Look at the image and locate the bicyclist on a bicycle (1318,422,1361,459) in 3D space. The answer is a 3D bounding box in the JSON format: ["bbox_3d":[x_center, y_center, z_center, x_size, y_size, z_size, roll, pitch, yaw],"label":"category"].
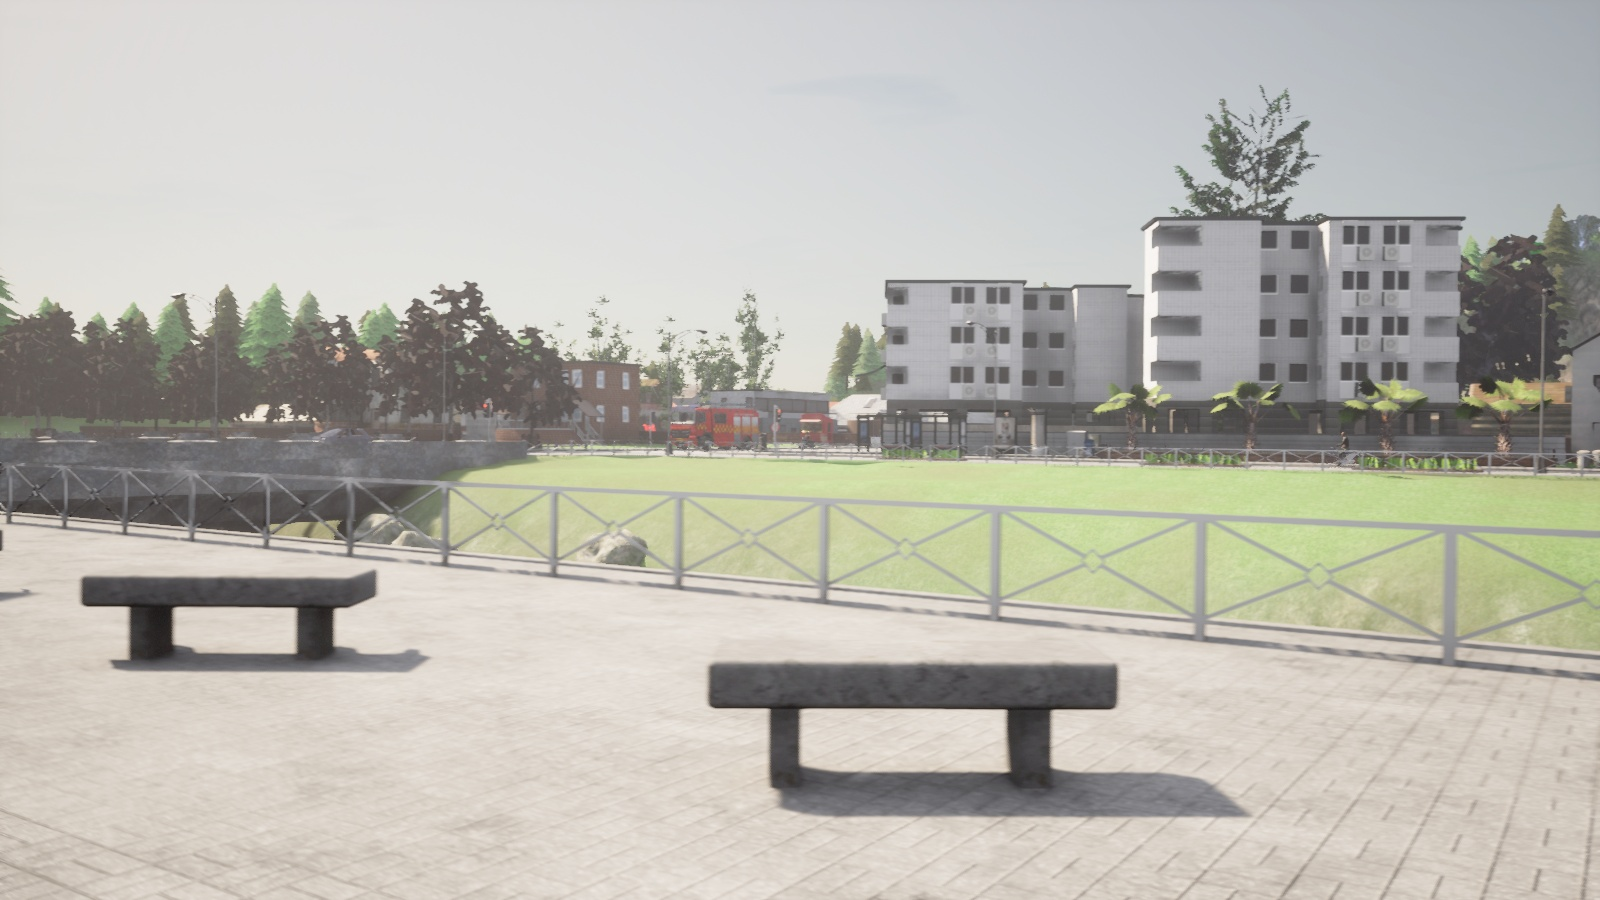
[{"bbox_3d":[26.161,-0.467,60.920,1.843,1.776,0.659,0,1,34],"label":"bicyclist on a bicycle"}]

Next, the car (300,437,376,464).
[{"bbox_3d":[-26.179,0.011,71.177,1.845,1.501,3.633,0,1,34],"label":"car"}]
